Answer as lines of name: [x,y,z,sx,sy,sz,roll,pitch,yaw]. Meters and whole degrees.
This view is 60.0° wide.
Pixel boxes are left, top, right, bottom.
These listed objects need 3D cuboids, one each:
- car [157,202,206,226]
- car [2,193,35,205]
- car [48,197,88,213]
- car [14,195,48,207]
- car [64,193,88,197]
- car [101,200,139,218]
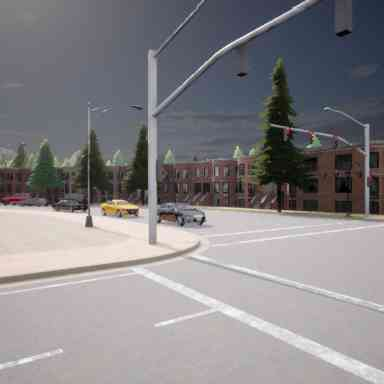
car: [-0.991,1.492,23.328,2.128,1.511,4.902,0,0,-36]
car: [-28.982,1.221,55.956,5.566,2.045,2.150,0,0,10]
car: [-13.914,1.601,37.954,4.718,1.301,1.895,0,0,37]
car: [-24.121,1.547,51.169,5.357,1.411,2.033,0,0,17]
car: [-18.863,1.221,52.901,5.566,2.045,2.150,0,0,23]
car: [-6.743,1.478,30.891,1.882,1.535,5.008,0,0,-40]
